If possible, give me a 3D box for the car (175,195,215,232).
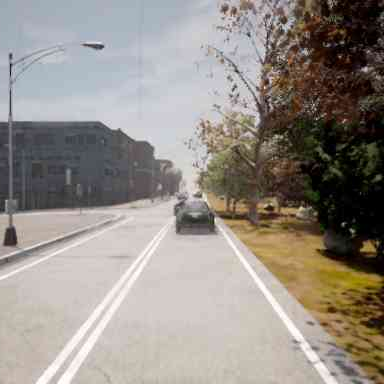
[{"bbox_3d":[0.182,1.253,19.352,2.097,1.767,4.553,0,0,0],"label":"car"}]

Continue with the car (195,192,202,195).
[{"bbox_3d":[1.556,0.839,79.986,1.837,1.490,4.892,0,1,2],"label":"car"}]

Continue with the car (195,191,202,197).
[{"bbox_3d":[1.881,0.591,90.402,1.812,1.442,4.674,0,1,2],"label":"car"}]

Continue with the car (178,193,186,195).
[{"bbox_3d":[-2.080,0.979,68.256,1.837,1.490,4.892,0,1,2],"label":"car"}]
